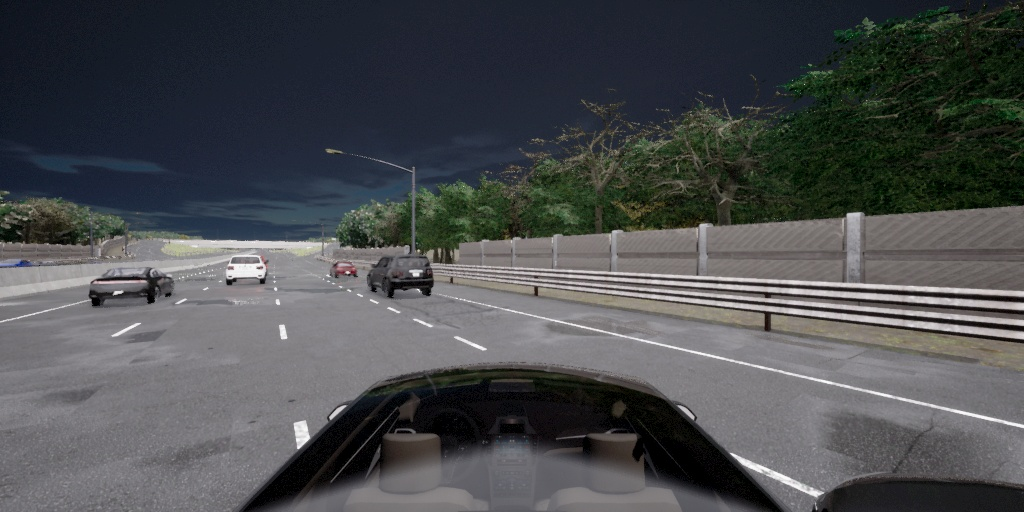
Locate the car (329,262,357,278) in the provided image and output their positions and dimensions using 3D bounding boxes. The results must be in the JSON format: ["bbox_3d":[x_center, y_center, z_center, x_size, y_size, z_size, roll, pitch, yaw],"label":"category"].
[{"bbox_3d":[-15.740,1.259,33.433,1.812,1.442,4.674,0,0,-34],"label":"car"}]

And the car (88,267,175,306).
[{"bbox_3d":[-16.578,1.232,15.856,2.128,1.511,4.902,0,0,-34],"label":"car"}]

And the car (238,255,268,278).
[{"bbox_3d":[-25.264,0.947,35.093,2.150,2.045,5.566,0,0,-34],"label":"car"}]

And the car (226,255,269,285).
[{"bbox_3d":[-19.273,0.957,26.139,2.150,2.045,5.566,0,0,-34],"label":"car"}]

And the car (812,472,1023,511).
[{"bbox_3d":[2.987,1.315,0.391,4.181,1.385,1.994,0,0,34],"label":"car"}]

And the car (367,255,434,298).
[{"bbox_3d":[-5.973,0.967,18.910,2.150,2.045,5.566,0,0,-34],"label":"car"}]
